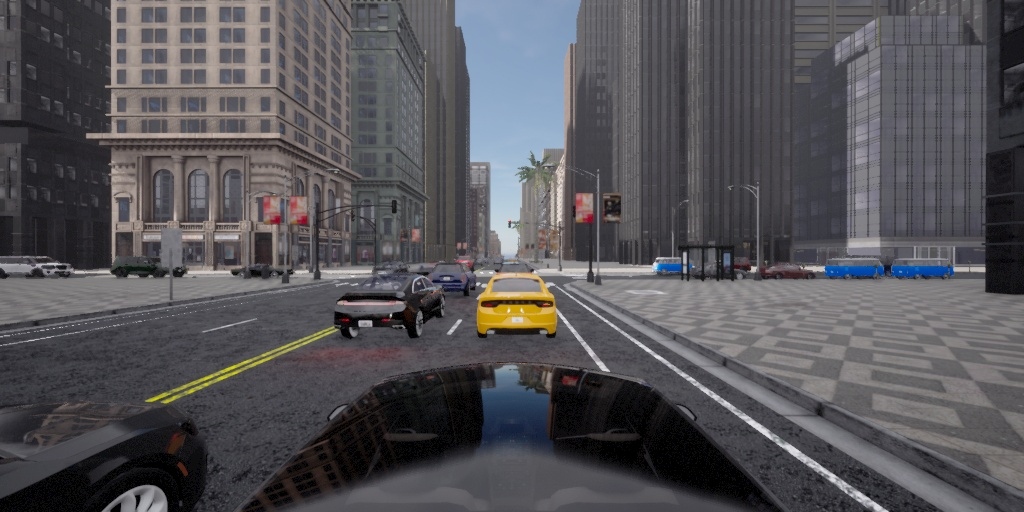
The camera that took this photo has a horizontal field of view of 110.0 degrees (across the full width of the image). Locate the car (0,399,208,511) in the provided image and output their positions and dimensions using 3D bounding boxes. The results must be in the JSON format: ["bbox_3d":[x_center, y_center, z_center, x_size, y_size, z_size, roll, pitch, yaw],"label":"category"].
[{"bbox_3d":[-3.152,1.255,0.612,1.837,1.490,4.892,0,0,0],"label":"car"}]

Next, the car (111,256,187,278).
[{"bbox_3d":[-33.012,1.007,32.664,5.566,2.045,2.150,0,0,0],"label":"car"}]

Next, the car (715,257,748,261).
[{"bbox_3d":[22.802,1.035,38.350,5.009,1.841,2.192,0,0,0],"label":"car"}]

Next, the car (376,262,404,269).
[{"bbox_3d":[-9.806,1.241,29.337,2.128,1.511,4.902,0,0,0],"label":"car"}]

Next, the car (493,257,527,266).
[{"bbox_3d":[0.128,1.102,19.291,2.097,1.767,4.553,0,0,0],"label":"car"}]

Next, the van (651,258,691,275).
[{"bbox_3d":[17.125,1.065,38.357,3.998,1.789,1.690,0,0,0],"label":"van"}]

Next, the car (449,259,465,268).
[{"bbox_3d":[-9.707,1.300,64.017,2.033,1.411,5.357,0,0,1],"label":"car"}]

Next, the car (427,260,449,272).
[{"bbox_3d":[-9.839,1.277,48.015,1.812,1.442,4.674,0,0,2],"label":"car"}]

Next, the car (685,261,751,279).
[{"bbox_3d":[17.116,1.299,29.832,4.403,1.370,2.007,0,0,0],"label":"car"}]

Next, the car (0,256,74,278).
[{"bbox_3d":[-43.719,1.020,32.739,5.566,2.045,2.150,0,0,0],"label":"car"}]

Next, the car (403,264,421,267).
[{"bbox_3d":[-6.559,1.351,27.666,1.895,1.301,4.718,0,0,0],"label":"car"}]

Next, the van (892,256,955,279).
[{"bbox_3d":[34.148,1.080,29.810,3.998,1.789,1.690,0,0,0],"label":"van"}]

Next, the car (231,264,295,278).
[{"bbox_3d":[-22.539,1.375,32.593,4.718,1.301,1.895,0,0,0],"label":"car"}]

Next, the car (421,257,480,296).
[{"bbox_3d":[-3.122,1.102,19.267,2.097,1.767,4.553,0,0,0],"label":"car"}]

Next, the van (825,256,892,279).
[{"bbox_3d":[28.471,1.082,29.817,3.998,1.789,1.690,0,0,0],"label":"van"}]

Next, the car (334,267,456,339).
[{"bbox_3d":[-3.138,1.241,10.128,2.128,1.511,4.902,0,0,0],"label":"car"}]

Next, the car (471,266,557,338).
[{"bbox_3d":[0.111,1.227,10.217,1.882,1.535,5.008,0,0,0],"label":"car"}]

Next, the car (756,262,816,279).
[{"bbox_3d":[22.793,1.326,29.825,4.207,1.307,1.802,0,0,0],"label":"car"}]
